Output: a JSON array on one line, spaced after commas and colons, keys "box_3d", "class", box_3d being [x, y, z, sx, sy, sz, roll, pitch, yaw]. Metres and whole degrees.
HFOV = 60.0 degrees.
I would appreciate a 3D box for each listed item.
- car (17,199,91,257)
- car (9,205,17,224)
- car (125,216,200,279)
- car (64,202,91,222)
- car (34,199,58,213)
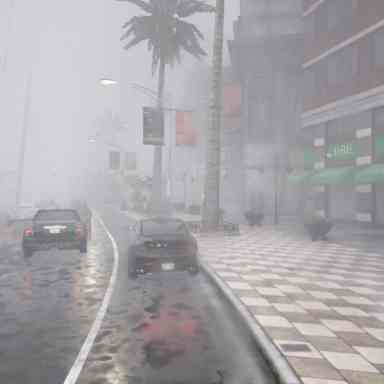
[{"box_3d": [-5.187, 1.347, 13.290, 2.097, 1.767, 4.553, 0, 0, -15], "class": "car"}, {"box_3d": [-12.091, 1.515, 24.431, 1.812, 1.442, 4.674, 0, 0, -18], "class": "car"}, {"box_3d": [-1.037, 1.503, 10.202, 1.837, 1.490, 4.892, 0, 0, -11], "class": "car"}, {"box_3d": [-9.381, 1.556, 27.402, 1.994, 1.385, 4.181, 0, 0, -18], "class": "car"}, {"box_3d": [-16.655, 1.533, 38.228, 2.033, 1.411, 5.357, 0, 0, -18], "class": "car"}]
